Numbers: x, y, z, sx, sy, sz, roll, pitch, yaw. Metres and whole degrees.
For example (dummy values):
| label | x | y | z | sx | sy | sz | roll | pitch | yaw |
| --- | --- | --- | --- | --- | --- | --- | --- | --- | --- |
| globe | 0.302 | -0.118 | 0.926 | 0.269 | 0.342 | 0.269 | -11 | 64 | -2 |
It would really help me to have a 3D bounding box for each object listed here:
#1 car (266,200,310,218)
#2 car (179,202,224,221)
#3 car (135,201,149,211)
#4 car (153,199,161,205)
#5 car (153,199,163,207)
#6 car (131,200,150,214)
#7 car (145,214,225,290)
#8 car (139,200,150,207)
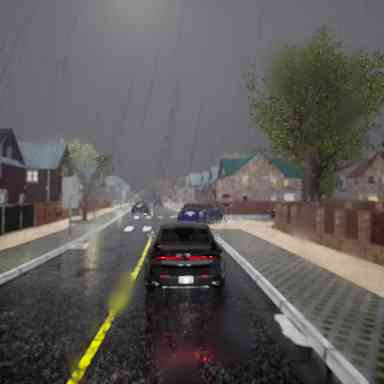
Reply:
| label | x | y | z | sx | sy | sz | roll | pitch | yaw |
| --- | --- | --- | --- | --- | --- | --- | --- | --- | --- |
| car | 9.182 | 1.558 | 30.768 | 4.553 | 1.767 | 2.097 | 0 | -1 | -9 |
| car | 0.718 | 1.531 | 24.466 | 2.097 | 1.767 | 4.553 | -1 | 0 | 23 |
| car | -7.671 | 2.076 | 51.257 | 1.994 | 1.385 | 4.181 | 0 | -1 | -7 |
| car | -8.454 | 2.473 | 80.411 | 1.895 | 1.301 | 4.718 | 0 | -1 | -7 |
| car | -7.158 | 2.297 | 70.047 | 1.837 | 1.490 | 4.892 | 0 | -1 | -7 |
| car | -6.414 | 1.944 | 41.196 | 1.994 | 1.385 | 4.181 | 0 | -1 | -7 |
| car | -0.222 | 1.572 | 9.221 | 1.837 | 1.490 | 4.892 | 0 | -1 | -2 |
| car | -9.510 | 2.293 | 66.666 | 2.033 | 1.411 | 5.357 | 0 | -1 | -7 |
